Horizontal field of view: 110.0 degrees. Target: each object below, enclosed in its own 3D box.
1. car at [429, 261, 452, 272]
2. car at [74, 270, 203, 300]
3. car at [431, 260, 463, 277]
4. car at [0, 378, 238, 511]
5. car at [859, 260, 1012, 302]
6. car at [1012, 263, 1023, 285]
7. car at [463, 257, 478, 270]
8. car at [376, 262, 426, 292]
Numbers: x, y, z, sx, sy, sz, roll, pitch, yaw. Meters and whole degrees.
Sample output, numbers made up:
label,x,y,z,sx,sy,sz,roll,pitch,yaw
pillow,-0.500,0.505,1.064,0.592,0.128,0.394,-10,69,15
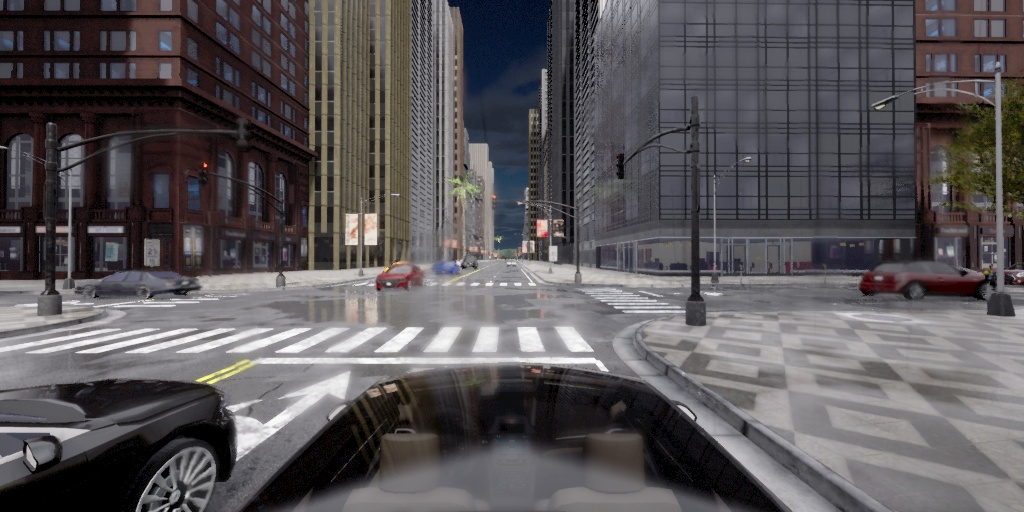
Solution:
label,x,y,z,sx,sy,sz,roll,pitch,yaw
car,-9.941,1.418,50.258,2.033,1.411,5.357,0,0,0
car,-18.467,1.384,17.846,5.357,1.411,2.033,0,0,7
car,-6.670,1.303,37.444,1.882,1.535,5.008,0,0,0
car,-3.138,1.241,0.952,2.128,1.511,4.902,0,0,-1
car,18.440,1.022,15.971,4.553,1.767,2.097,0,0,-1
car,32.064,1.118,22.151,4.097,1.591,1.967,0,0,-1
car,-6.690,1.120,57.091,2.150,2.045,5.566,0,0,0
car,-6.638,1.260,21.826,1.882,1.535,5.008,0,-1,0
